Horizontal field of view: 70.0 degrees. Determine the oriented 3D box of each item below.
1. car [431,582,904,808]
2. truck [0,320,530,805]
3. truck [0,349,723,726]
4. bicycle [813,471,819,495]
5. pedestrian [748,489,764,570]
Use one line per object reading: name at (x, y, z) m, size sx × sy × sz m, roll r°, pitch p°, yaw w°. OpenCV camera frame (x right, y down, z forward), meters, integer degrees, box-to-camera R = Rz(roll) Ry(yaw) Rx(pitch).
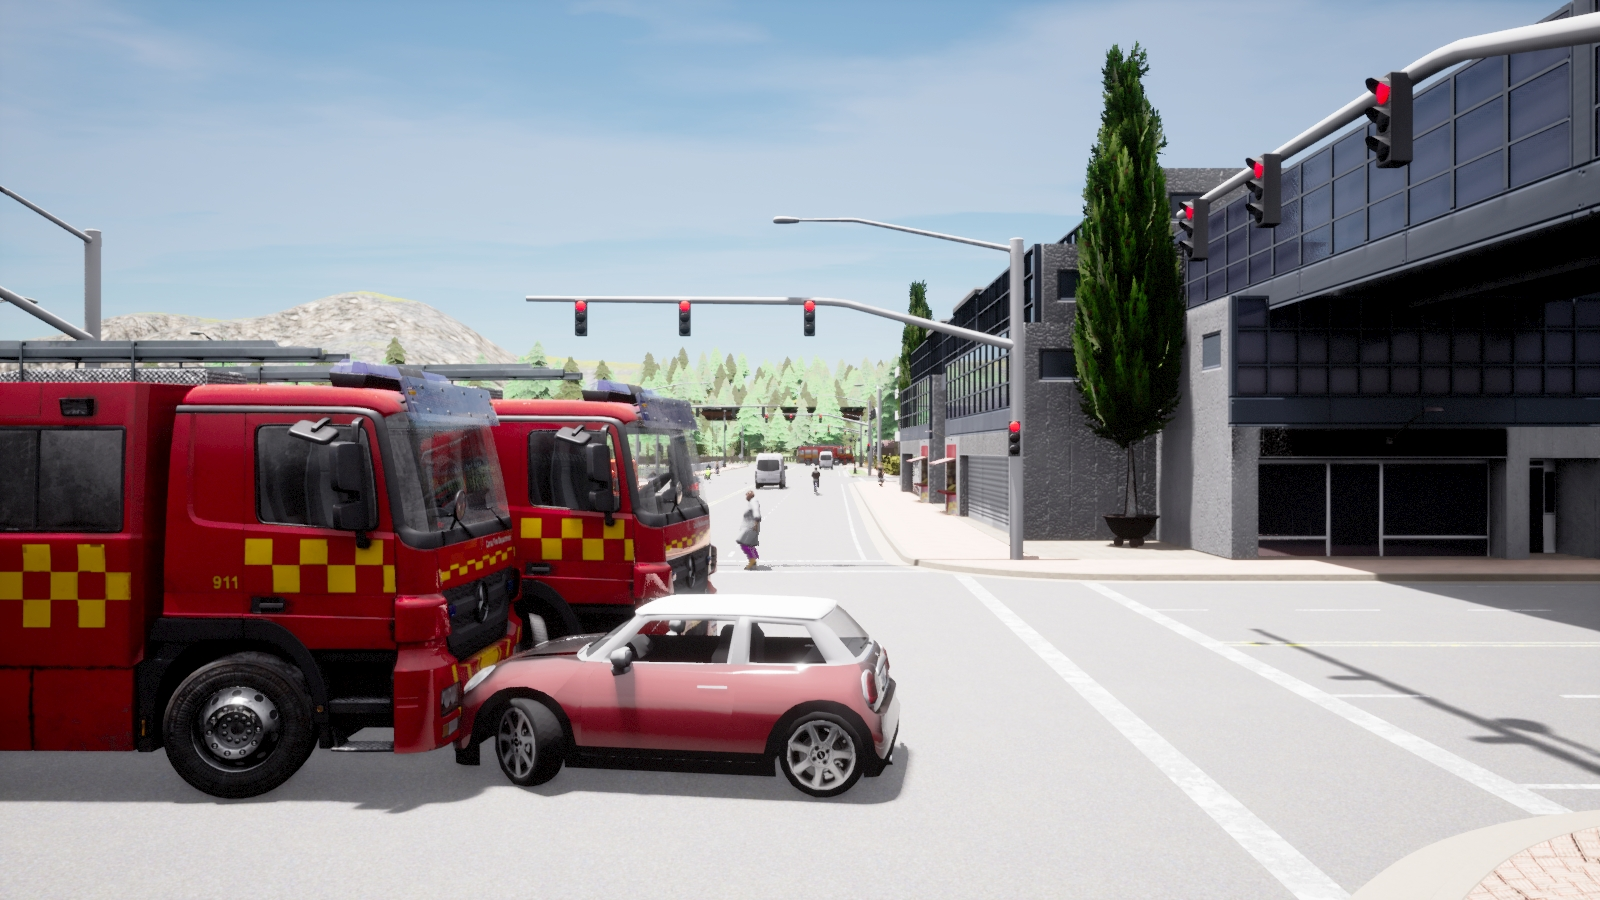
car at (-1.041, 2.065, 10.201) m, size 3.806 × 1.475 × 1.970 m, roll 0°, pitch 0°, yaw 9°
truck at (-7.071, 0.890, 10.537) m, size 8.468 × 3.827 × 2.891 m, roll 0°, pitch 0°, yaw 1°
truck at (-5.367, 0.890, 13.594) m, size 8.468 × 3.827 × 2.891 m, roll 0°, pitch 0°, yaw 8°
bicycle at (0.999, 2.060, 71.437) m, size 0.329 × 1.471 × 1.835 m, roll 0°, pitch 0°, yaw 2°
pedestrian at (-1.024, 1.848, 26.635) m, size 0.375 × 1.860 × 0.375 m, roll 0°, pitch 0°, yaw 0°
